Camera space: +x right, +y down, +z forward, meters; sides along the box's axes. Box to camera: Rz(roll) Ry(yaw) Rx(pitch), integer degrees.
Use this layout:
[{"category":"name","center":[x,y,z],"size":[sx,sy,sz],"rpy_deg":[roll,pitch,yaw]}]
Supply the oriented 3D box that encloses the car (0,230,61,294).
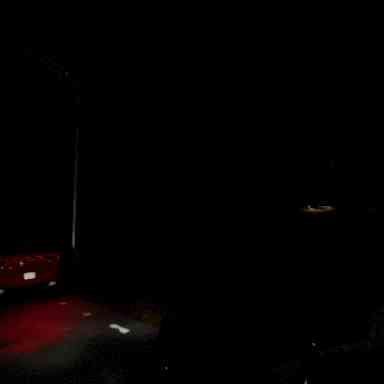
[{"category":"car","center":[-5.488,1.788,9.236],"size":[5.008,1.535,1.882],"rpy_deg":[-1,-3,43]}]

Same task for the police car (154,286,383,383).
[{"category":"police car","center":[1.763,1.579,2.507],"size":[5.238,1.638,1.930],"rpy_deg":[-1,-3,43]}]
